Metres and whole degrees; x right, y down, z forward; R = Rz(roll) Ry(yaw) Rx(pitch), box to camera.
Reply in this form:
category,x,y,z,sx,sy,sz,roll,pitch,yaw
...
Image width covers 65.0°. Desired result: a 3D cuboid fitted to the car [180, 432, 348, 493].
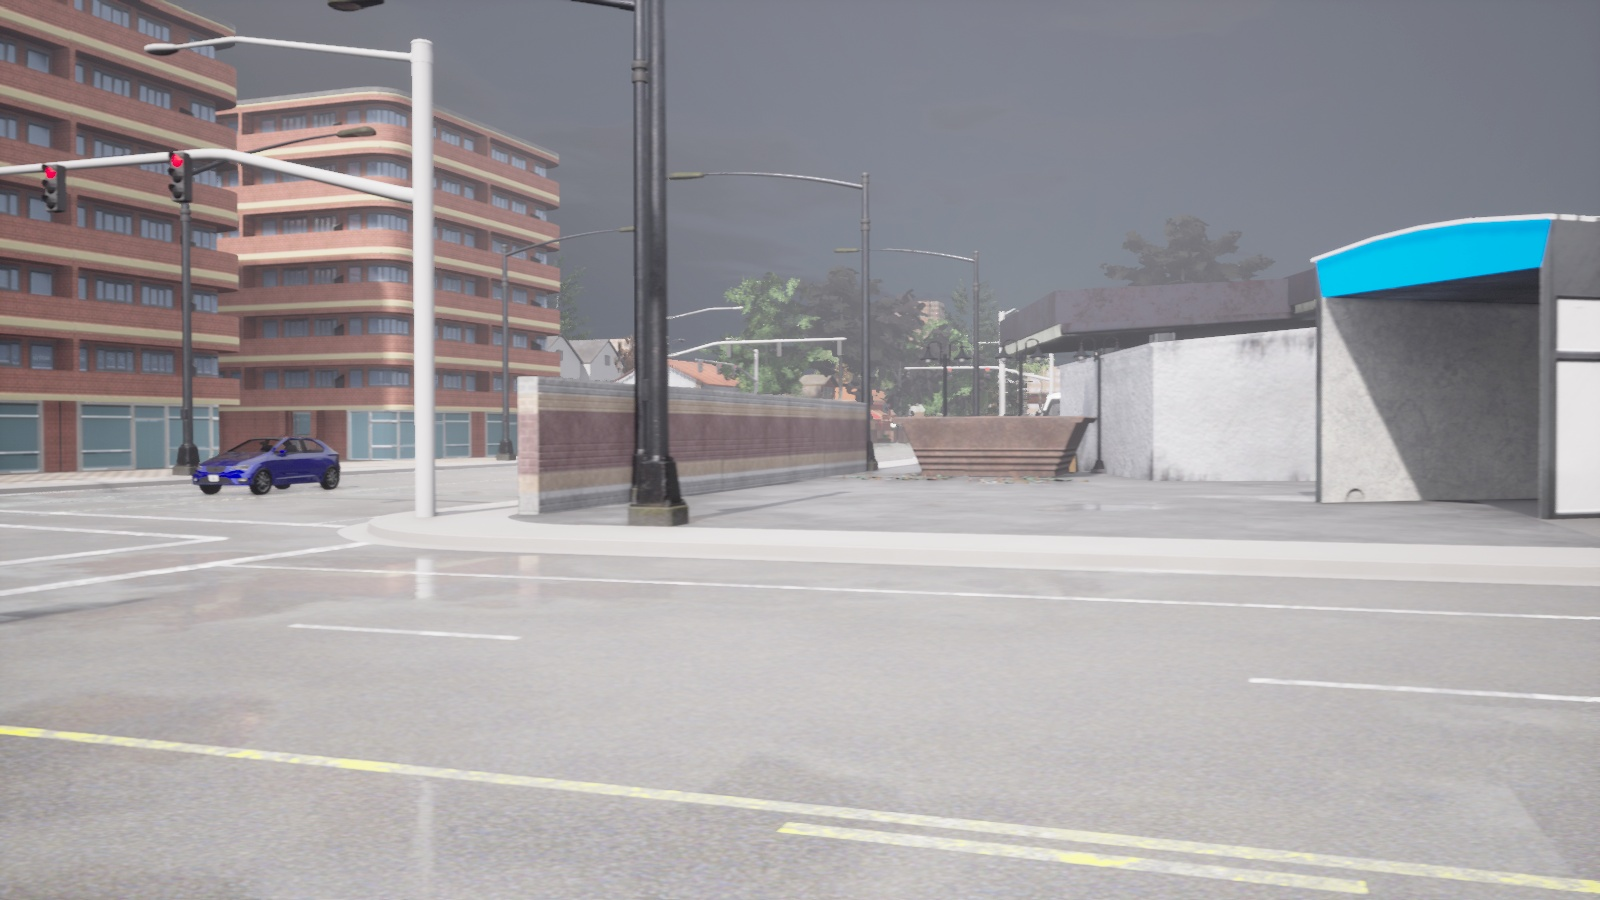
category,x,y,z,sx,sy,sz,roll,pitch,yaw
car,-13.959,0.266,32.966,1.816,1.474,4.193,0,1,16

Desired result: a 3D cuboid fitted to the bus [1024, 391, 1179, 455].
category,x,y,z,sx,sy,sz,roll,pitch,yaw
bus,21.021,-1.860,87.837,10.273,4.253,3.944,0,0,13
